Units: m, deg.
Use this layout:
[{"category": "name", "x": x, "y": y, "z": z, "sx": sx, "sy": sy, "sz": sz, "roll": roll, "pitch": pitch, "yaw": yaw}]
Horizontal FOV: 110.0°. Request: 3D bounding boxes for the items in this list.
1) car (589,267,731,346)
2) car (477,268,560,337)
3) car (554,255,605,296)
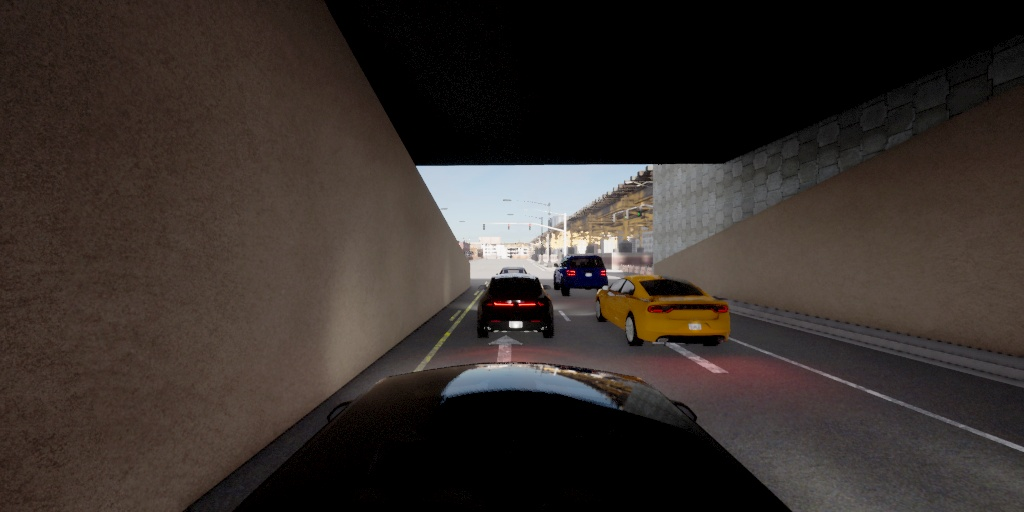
[{"category": "car", "x": 3.578, "y": 1.228, "z": 9.478, "sx": 1.882, "sy": 1.535, "sz": 5.008, "roll": 0, "pitch": 0, "yaw": 0}, {"category": "car", "x": 0.081, "y": 1.255, "z": 10.279, "sx": 1.837, "sy": 1.490, "sz": 4.892, "roll": 0, "pitch": 0, "yaw": 0}, {"category": "car", "x": 3.578, "y": 0.971, "z": 19.448, "sx": 2.150, "sy": 2.045, "sz": 5.566, "roll": 0, "pitch": 0, "yaw": 0}]
